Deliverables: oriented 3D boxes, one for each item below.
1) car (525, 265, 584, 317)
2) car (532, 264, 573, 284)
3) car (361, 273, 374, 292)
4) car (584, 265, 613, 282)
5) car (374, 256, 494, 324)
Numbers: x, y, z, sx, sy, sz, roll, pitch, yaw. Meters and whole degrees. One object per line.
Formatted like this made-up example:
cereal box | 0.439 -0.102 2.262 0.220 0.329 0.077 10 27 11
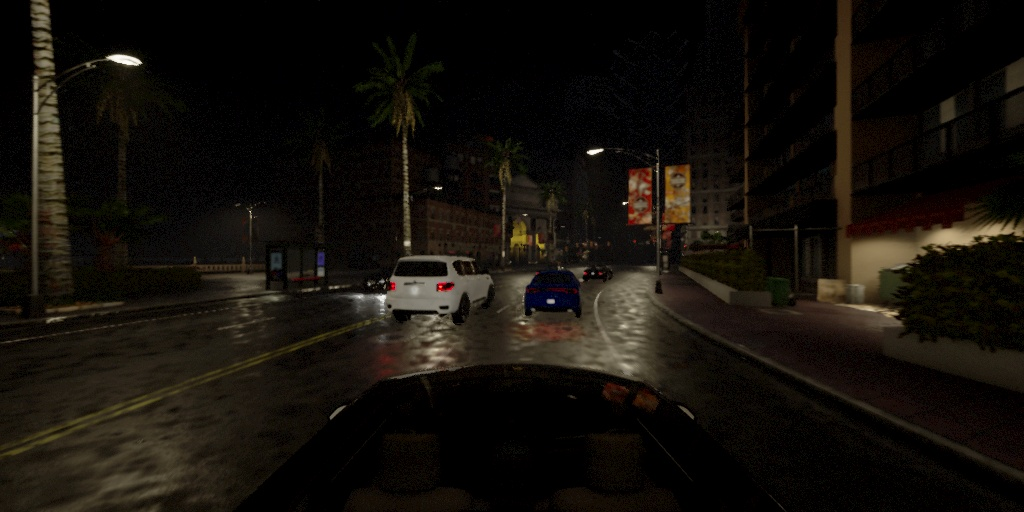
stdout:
car | 1.682 1.285 13.676 1.882 1.535 5.008 0 0 11
car | 3.555 1.436 30.552 2.033 1.411 5.357 0 0 23
car | -7.166 1.346 22.121 1.837 1.490 4.892 0 0 17
car | 7.362 1.439 30.583 2.033 1.411 5.357 0 0 23
car | -2.177 1.020 12.421 2.150 2.045 5.566 0 0 10
